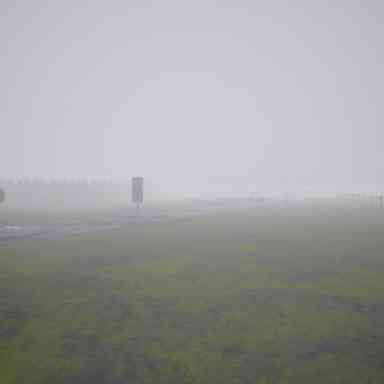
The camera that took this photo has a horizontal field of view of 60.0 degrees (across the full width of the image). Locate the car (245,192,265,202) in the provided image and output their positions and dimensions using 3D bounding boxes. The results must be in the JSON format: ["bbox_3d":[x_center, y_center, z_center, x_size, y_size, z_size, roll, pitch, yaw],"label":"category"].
[{"bbox_3d":[10.244,0.755,54.078,2.097,1.767,4.553,0,1,31],"label":"car"}]
